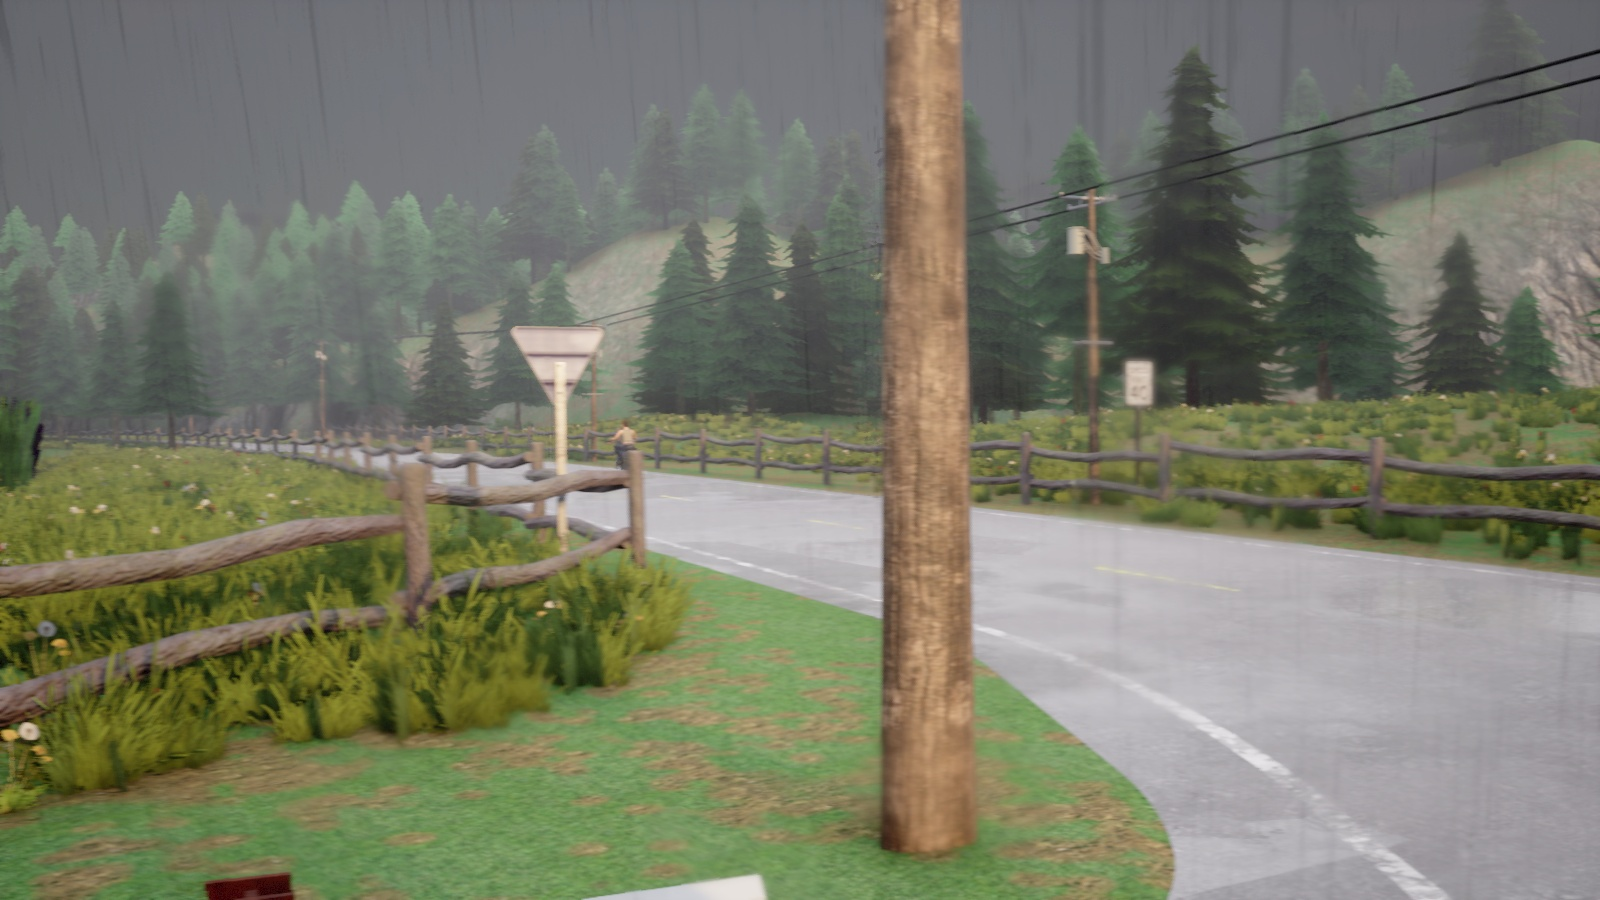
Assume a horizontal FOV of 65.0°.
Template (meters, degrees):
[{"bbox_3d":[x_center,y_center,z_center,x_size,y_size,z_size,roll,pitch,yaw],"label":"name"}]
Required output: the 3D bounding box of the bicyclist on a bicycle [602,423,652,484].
[{"bbox_3d":[-4.741,0.082,34.365,0.866,1.612,1.509,-3,2,-26],"label":"bicyclist on a bicycle"}]
